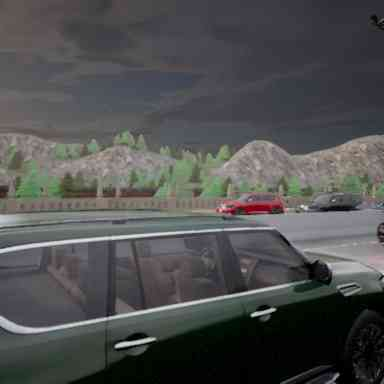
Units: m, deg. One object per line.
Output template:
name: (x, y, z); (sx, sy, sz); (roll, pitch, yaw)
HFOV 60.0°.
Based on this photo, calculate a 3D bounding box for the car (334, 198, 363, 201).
car: (12.069, 1.394, 21.953); (4.902, 1.511, 2.128); (0, 0, -22)

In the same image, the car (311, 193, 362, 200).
car: (10.485, 1.106, 25.119); (5.566, 2.045, 2.150); (0, 0, -22)

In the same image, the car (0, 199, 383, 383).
car: (-0.072, 1.202, 3.560); (5.566, 2.045, 2.150); (0, 0, -34)

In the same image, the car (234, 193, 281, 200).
car: (4.689, 1.095, 26.407); (5.566, 2.045, 2.150); (0, 0, -24)
